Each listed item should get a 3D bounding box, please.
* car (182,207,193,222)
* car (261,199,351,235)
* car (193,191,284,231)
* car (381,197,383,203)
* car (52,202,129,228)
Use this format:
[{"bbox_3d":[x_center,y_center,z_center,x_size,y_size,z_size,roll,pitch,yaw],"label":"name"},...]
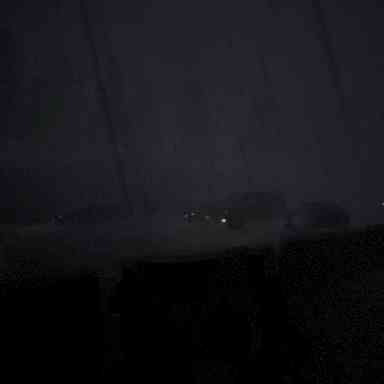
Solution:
[{"bbox_3d":[1.597,1.244,22.317,4.892,1.490,1.837,-1,1,-36],"label":"car"},{"bbox_3d":[6.154,1.242,16.971,4.902,1.511,2.128,-1,1,-36],"label":"car"},{"bbox_3d":[3.113,0.980,19.101,5.566,2.045,2.150,-1,1,-36],"label":"car"},{"bbox_3d":[27.434,0.788,45.046,4.181,1.385,1.994,-1,1,-35],"label":"car"},{"bbox_3d":[-6.295,1.361,20.982,4.674,1.442,1.812,-1,1,-36],"label":"car"}]
